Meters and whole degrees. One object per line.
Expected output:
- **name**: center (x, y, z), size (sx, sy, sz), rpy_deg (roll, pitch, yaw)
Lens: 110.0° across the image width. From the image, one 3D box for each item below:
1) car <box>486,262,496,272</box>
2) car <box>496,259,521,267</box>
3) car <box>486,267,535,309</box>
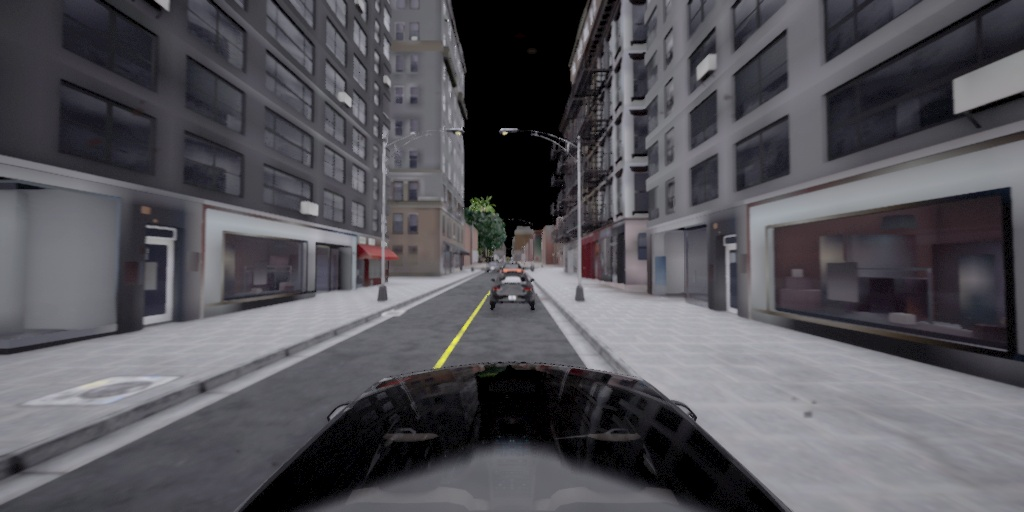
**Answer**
- **car**: center (-2.747, 1.656, 52.419), size (2.128, 1.511, 4.902), rpy_deg (0, 0, 0)
- **car**: center (0.033, 1.361, 30.310), size (2.097, 1.767, 4.553), rpy_deg (0, -1, 0)
- **car**: center (0.030, 1.413, 15.758), size (1.812, 1.442, 4.674), rpy_deg (0, 0, 0)
